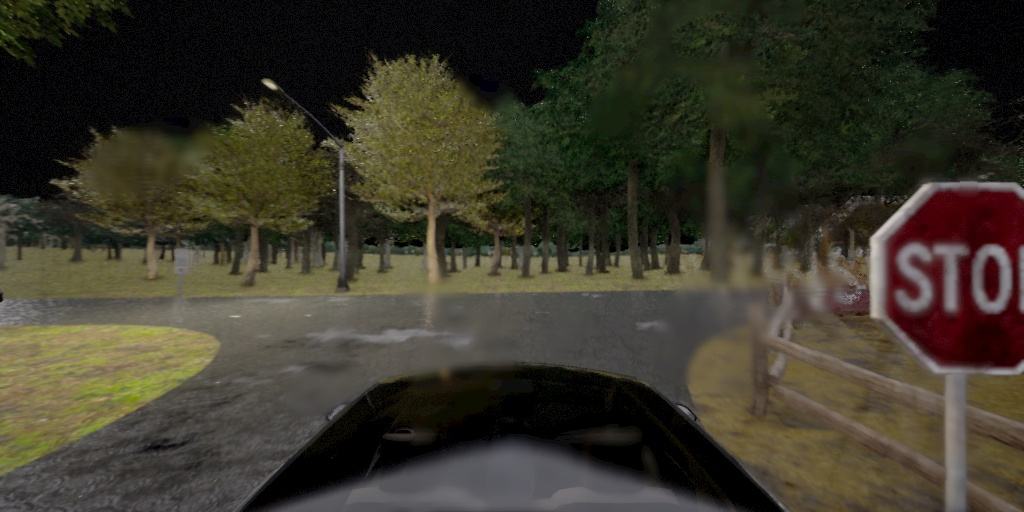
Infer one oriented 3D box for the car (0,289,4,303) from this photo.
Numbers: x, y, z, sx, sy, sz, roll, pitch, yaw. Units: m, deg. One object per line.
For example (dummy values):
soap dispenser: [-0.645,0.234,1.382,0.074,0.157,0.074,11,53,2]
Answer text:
car: [-25.840,1.491,15.503,5.566,2.045,2.150,-1,-1,1]
